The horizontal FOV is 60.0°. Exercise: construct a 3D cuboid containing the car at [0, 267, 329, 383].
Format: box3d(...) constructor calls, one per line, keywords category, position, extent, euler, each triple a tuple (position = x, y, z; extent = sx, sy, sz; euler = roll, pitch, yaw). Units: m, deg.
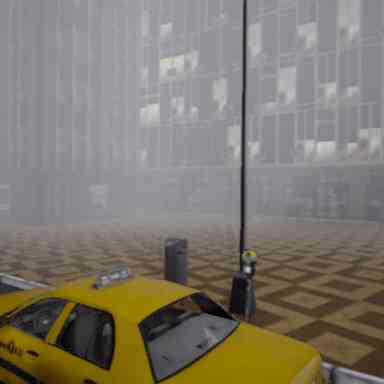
box3d(category="car", position=(-1.063, 1.547, 3.773), extent=(4.829, 1.417, 1.752), euler=(-1, 1, 36))
